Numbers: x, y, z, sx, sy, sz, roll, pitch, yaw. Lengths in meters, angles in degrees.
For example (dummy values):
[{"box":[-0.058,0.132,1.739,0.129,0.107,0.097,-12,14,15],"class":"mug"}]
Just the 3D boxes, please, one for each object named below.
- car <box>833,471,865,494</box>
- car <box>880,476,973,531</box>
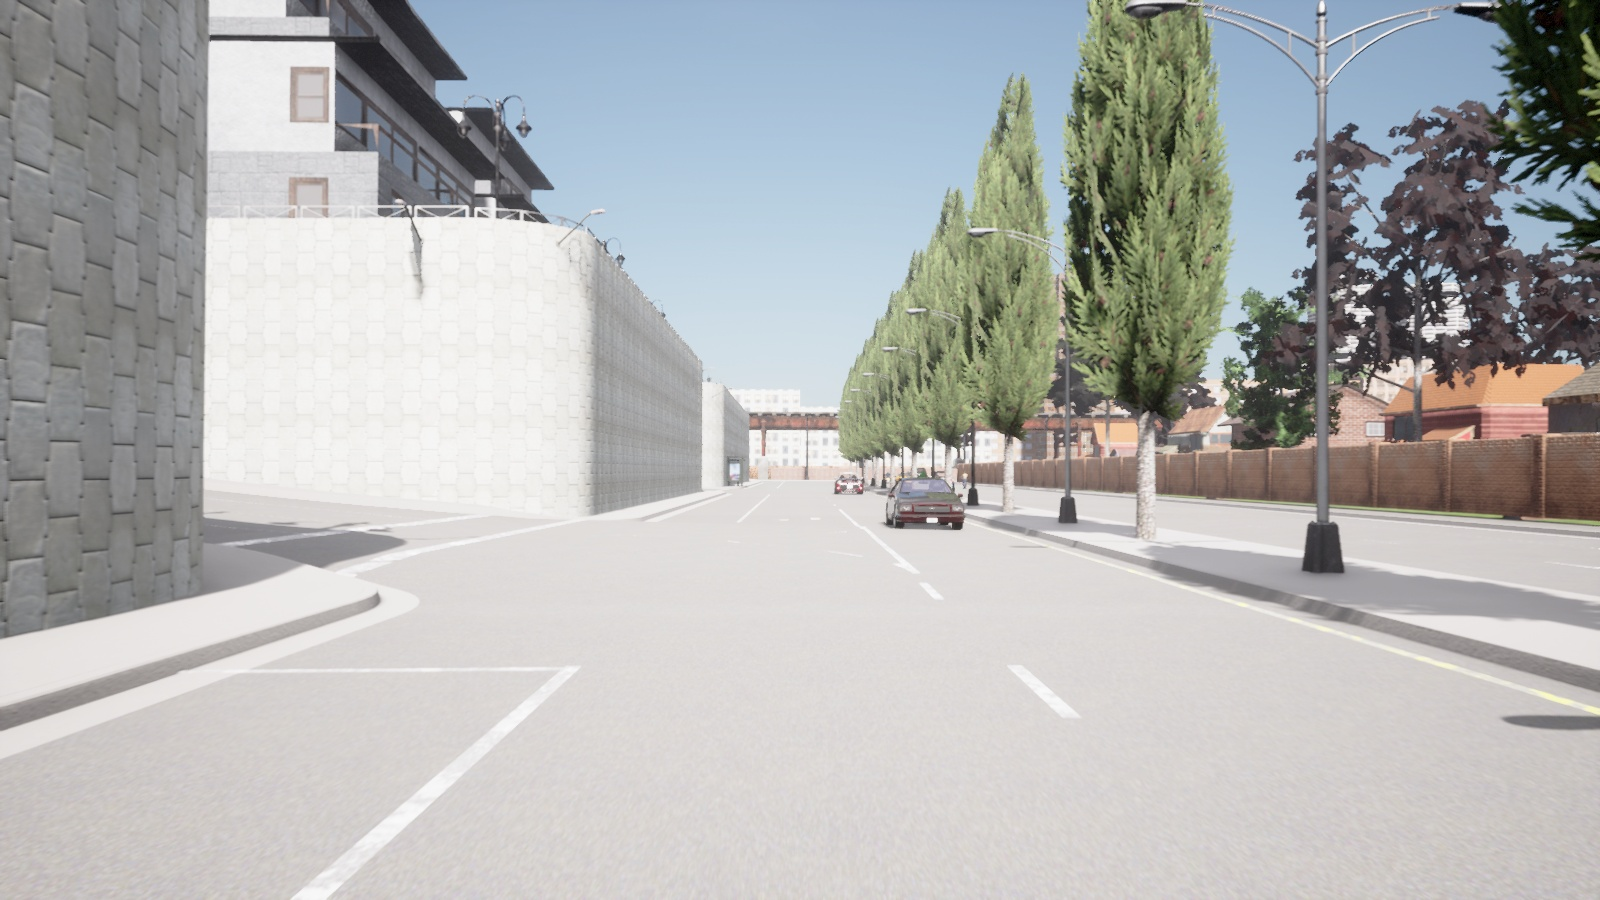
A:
[{"box":[3.286,2.182,84.515,1.970,1.475,3.806,0,-1,0],"class":"car"},{"box":[3.411,1.433,34.967,2.033,1.411,5.357,0,-1,0],"class":"car"}]
